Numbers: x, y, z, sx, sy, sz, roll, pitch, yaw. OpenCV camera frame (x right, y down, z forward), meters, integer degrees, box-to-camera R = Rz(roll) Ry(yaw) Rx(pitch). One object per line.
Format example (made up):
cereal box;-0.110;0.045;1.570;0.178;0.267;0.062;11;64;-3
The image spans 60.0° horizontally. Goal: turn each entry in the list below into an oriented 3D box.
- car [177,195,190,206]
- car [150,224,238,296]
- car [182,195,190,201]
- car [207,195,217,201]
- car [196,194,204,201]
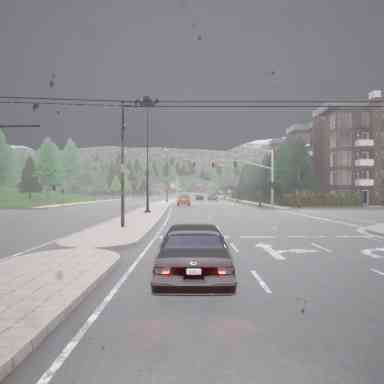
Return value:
car;-1.359;1.352;54.532;2.097;1.767;4.553;0;0;-1
car;0.042;1.547;8.787;2.033;1.411;5.357;0;0;0
car;-1.523;1.523;85.357;1.812;1.442;4.674;0;0;0
car;5.477;1.539;85.403;2.033;1.411;5.357;0;0;0
car;1.977;1.477;85.396;1.882;1.535;5.008;0;0;0
